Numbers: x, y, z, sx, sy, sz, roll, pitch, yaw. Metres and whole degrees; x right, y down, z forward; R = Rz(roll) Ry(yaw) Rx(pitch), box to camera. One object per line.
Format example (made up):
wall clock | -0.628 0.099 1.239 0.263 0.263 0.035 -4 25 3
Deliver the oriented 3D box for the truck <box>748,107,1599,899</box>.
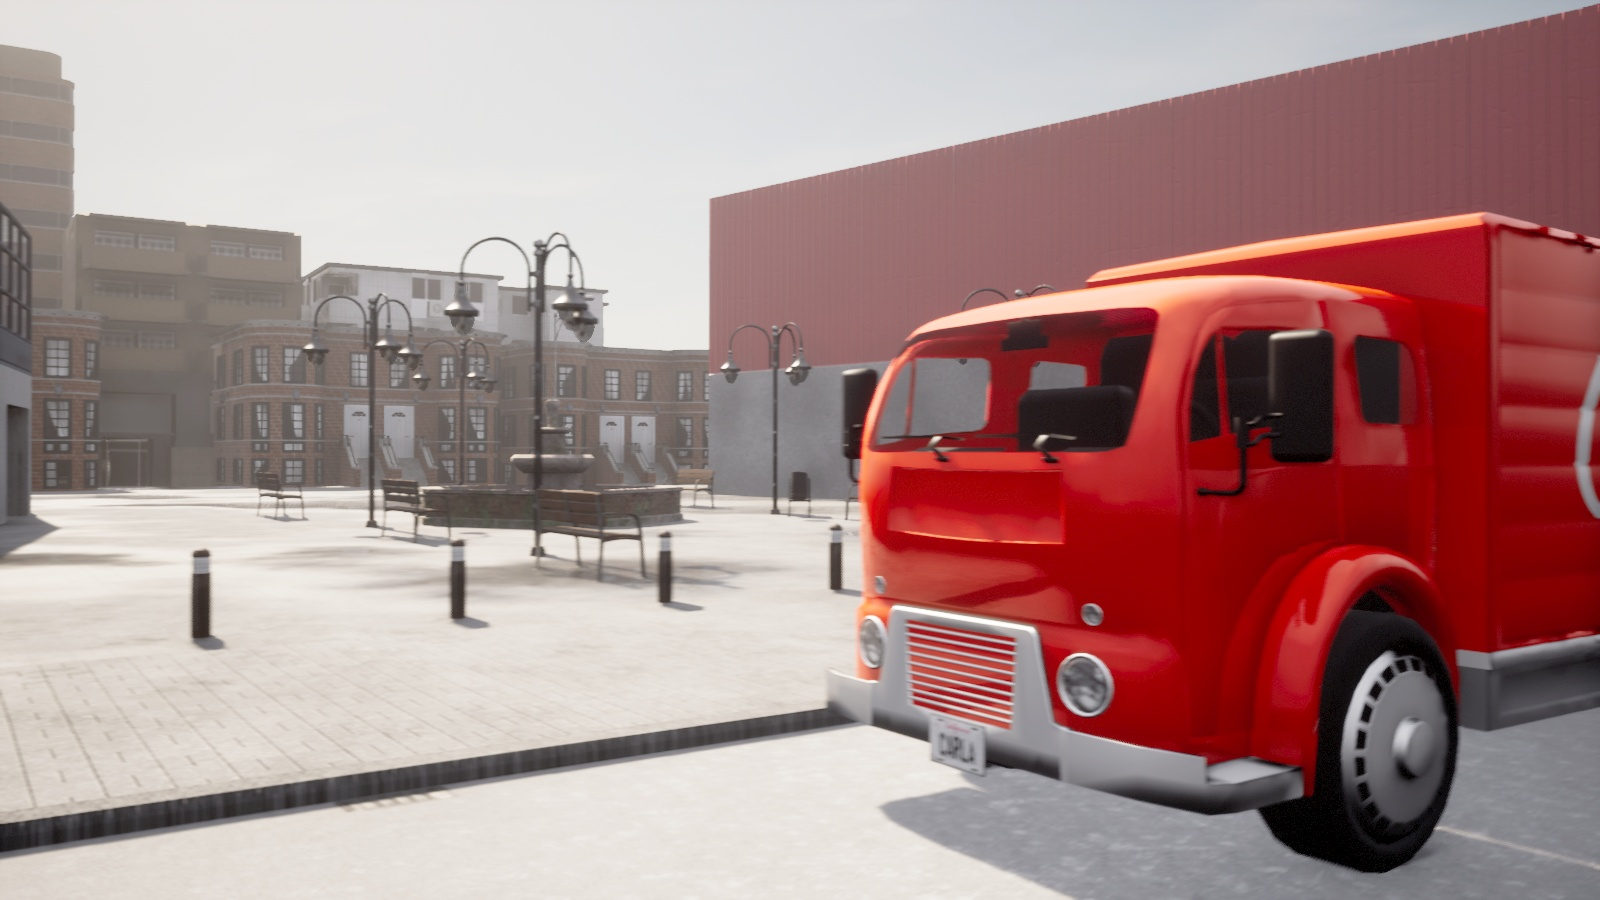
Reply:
truck | 2.653 0.267 6.115 5.204 2.467 2.627 0 0 -35
